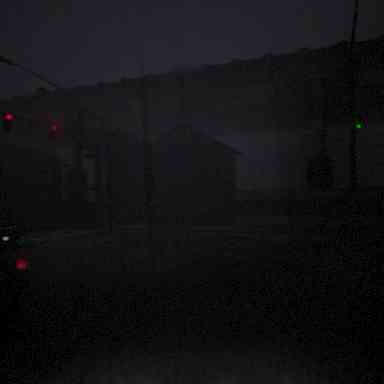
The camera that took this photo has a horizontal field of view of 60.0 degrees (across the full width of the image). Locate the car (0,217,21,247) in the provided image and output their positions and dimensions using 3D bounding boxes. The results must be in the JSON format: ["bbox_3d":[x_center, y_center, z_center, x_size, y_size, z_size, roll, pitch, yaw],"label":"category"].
[{"bbox_3d":[-9.948,1.799,15.257,4.902,1.511,2.128,-1,-1,30],"label":"car"}]
